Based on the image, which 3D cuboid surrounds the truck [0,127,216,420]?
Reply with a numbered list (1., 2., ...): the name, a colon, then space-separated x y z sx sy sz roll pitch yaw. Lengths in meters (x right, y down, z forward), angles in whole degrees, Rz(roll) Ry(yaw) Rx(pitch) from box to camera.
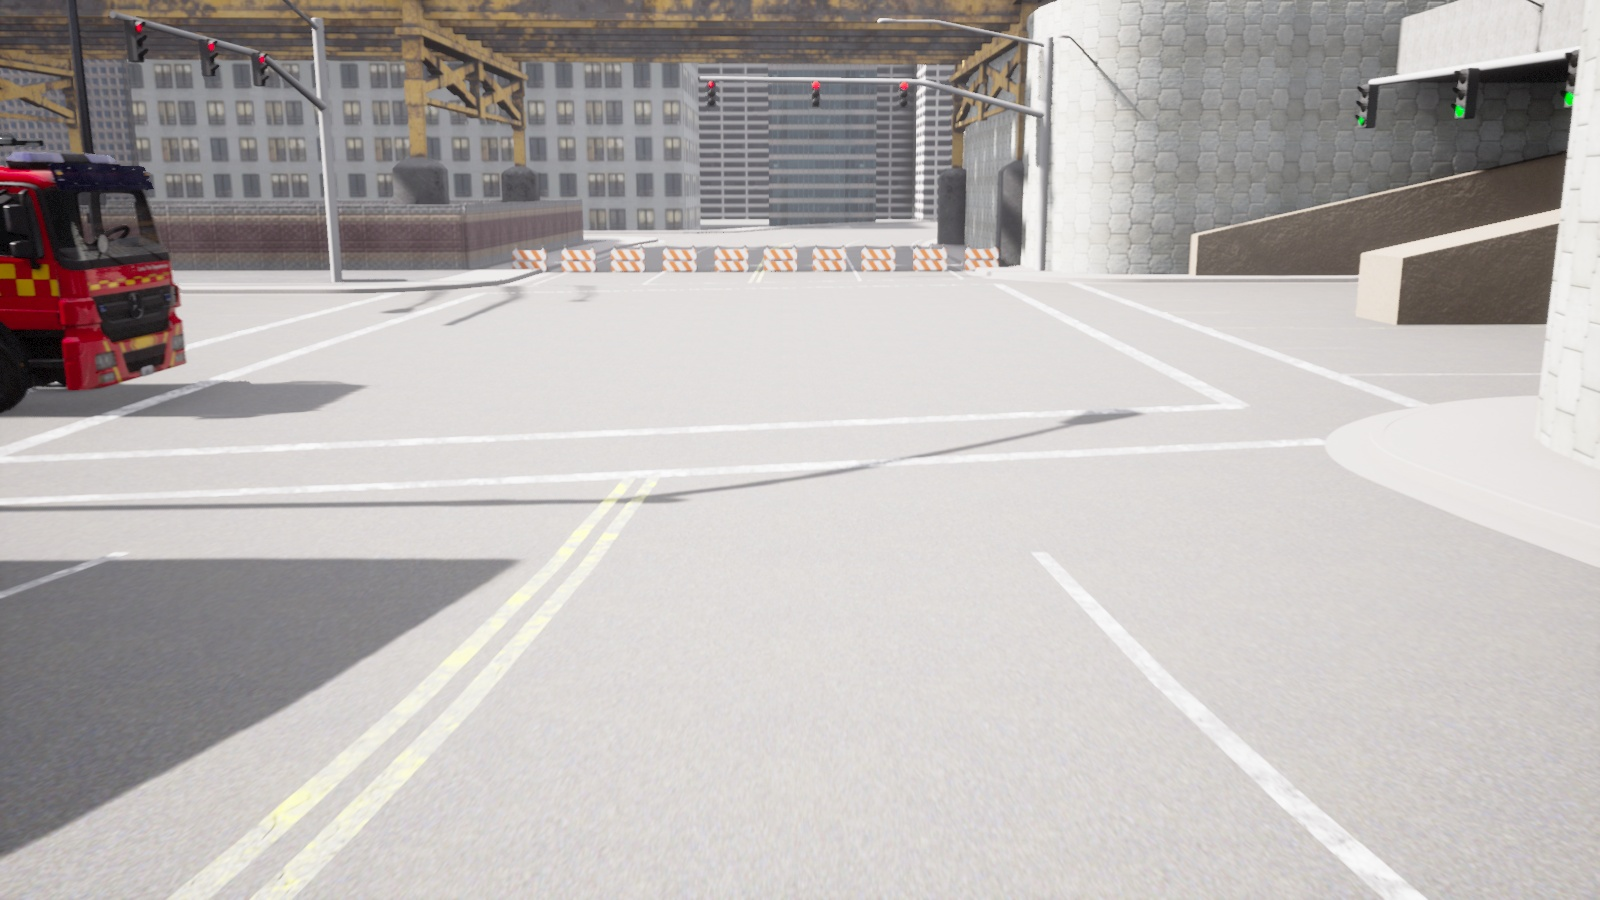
1. truck: -13.448 -2.627 18.025 8.468 3.827 2.891 1 12 0
